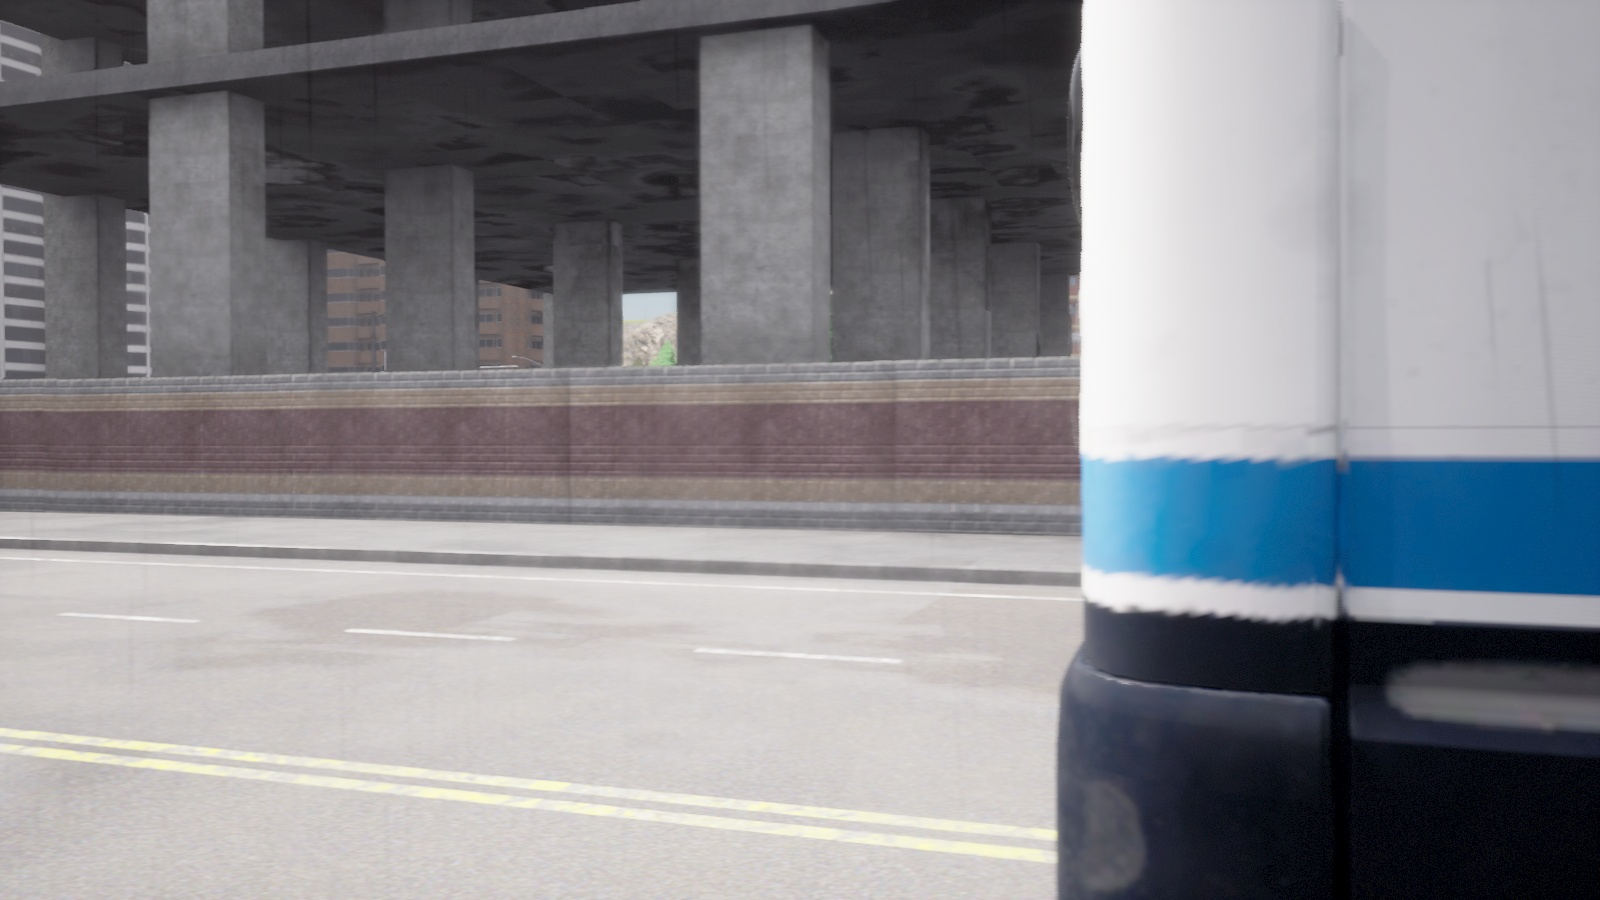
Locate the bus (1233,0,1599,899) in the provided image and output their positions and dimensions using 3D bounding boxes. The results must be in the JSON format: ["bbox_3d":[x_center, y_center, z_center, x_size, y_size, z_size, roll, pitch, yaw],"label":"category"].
[{"bbox_3d":[5.879,-0.547,1.195,10.273,4.253,3.944,1,1,19],"label":"bus"}]
